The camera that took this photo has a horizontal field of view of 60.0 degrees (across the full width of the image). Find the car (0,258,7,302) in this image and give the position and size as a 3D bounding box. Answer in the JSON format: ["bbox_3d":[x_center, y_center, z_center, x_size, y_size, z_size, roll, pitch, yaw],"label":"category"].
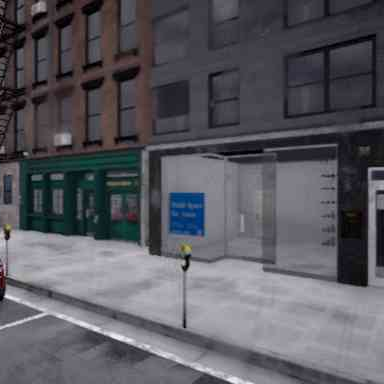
[{"bbox_3d":[-5.648,1.440,6.843,4.097,1.590,1.967,0,0,36],"label":"car"}]
